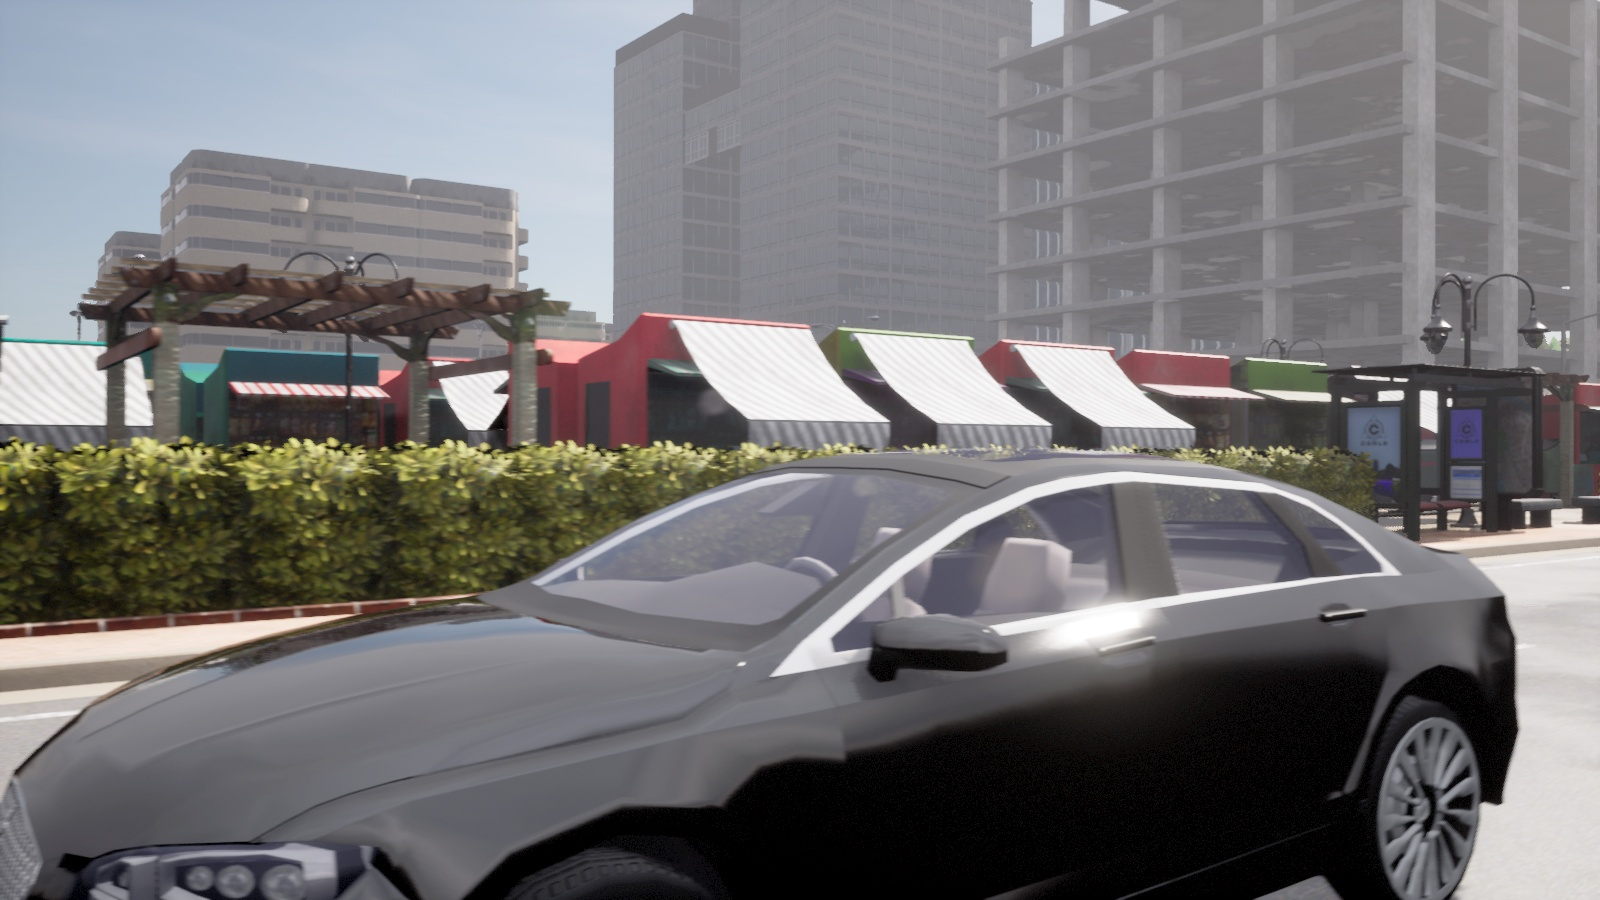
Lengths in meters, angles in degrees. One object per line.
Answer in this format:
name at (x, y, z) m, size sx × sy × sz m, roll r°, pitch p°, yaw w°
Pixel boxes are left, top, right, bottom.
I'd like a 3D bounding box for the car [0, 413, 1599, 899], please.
car at (0.289, 0.710, 3.876) m, size 4.902 × 1.511 × 2.128 m, roll 0°, pitch 0°, yaw -35°
